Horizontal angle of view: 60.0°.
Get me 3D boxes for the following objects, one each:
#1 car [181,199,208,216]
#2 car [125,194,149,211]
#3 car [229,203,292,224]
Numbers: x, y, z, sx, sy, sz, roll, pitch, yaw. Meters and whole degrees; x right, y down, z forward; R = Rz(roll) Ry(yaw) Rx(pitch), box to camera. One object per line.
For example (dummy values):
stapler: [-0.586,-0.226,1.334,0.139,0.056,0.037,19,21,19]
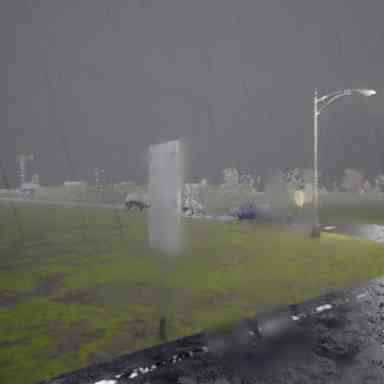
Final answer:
car: [-0.328,1.540,33.974,1.837,1.490,4.892,0,0,-35]
car: [-6.560,1.253,42.648,2.150,2.045,5.566,0,0,-37]
car: [5.131,1.586,25.760,2.033,1.411,5.357,0,0,-33]
